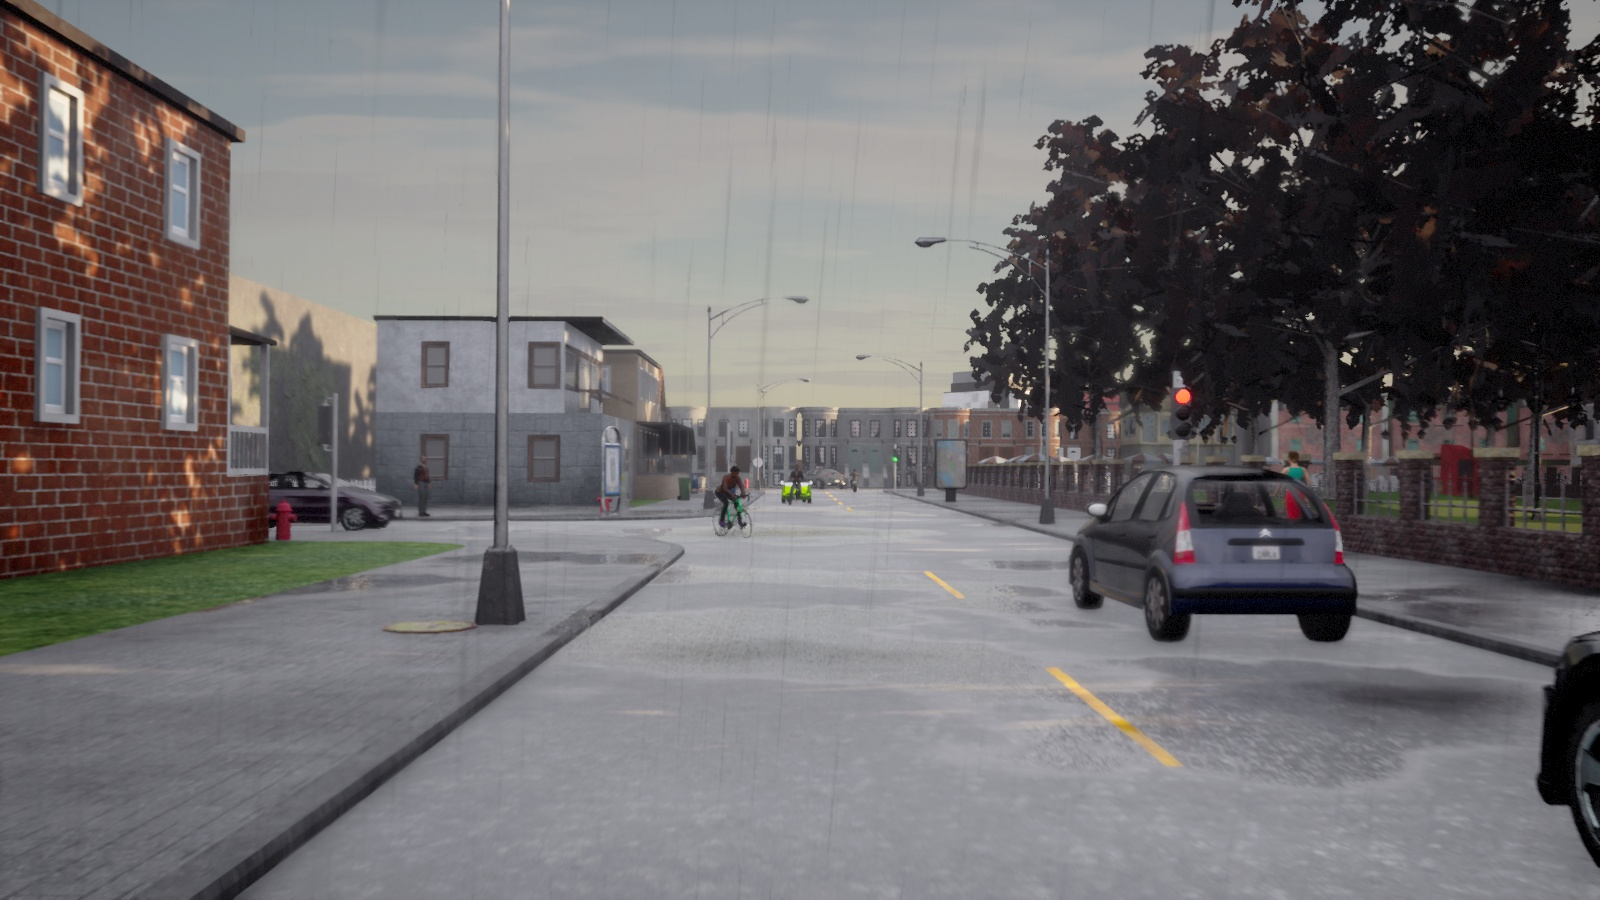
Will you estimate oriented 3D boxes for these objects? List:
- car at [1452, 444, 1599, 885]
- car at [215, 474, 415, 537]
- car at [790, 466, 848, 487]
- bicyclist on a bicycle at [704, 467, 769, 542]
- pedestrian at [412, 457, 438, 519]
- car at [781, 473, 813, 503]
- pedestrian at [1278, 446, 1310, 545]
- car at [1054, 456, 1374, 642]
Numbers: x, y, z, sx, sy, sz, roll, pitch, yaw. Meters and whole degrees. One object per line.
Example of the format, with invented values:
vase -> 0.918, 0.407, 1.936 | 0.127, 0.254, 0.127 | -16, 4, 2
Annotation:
car -> 4.074, 0.775, 3.272 | 2.033, 1.649, 4.856 | 0, -1, -3
car -> -11.832, 1.340, 30.819 | 4.193, 1.474, 1.816 | 0, -1, 0
car -> 1.448, 2.075, 98.265 | 2.152, 1.651, 5.027 | 1, -1, -33
bicyclist on a bicycle -> -1.450, 1.202, 28.454 | 0.582, 1.620, 1.656 | -3, 1, -36
pedestrian -> -11.241, 1.137, 37.628 | 0.720, 1.854, 0.376 | -1, -1, 32
car -> -0.146, 1.759, 58.786 | 1.481, 1.376, 2.207 | 0, -1, 0
pedestrian -> 9.301, 0.843, 23.654 | 0.345, 1.836, 0.594 | 0, -1, 0
car -> 4.029, 0.891, 12.986 | 1.851, 1.617, 3.988 | 0, -1, -2
